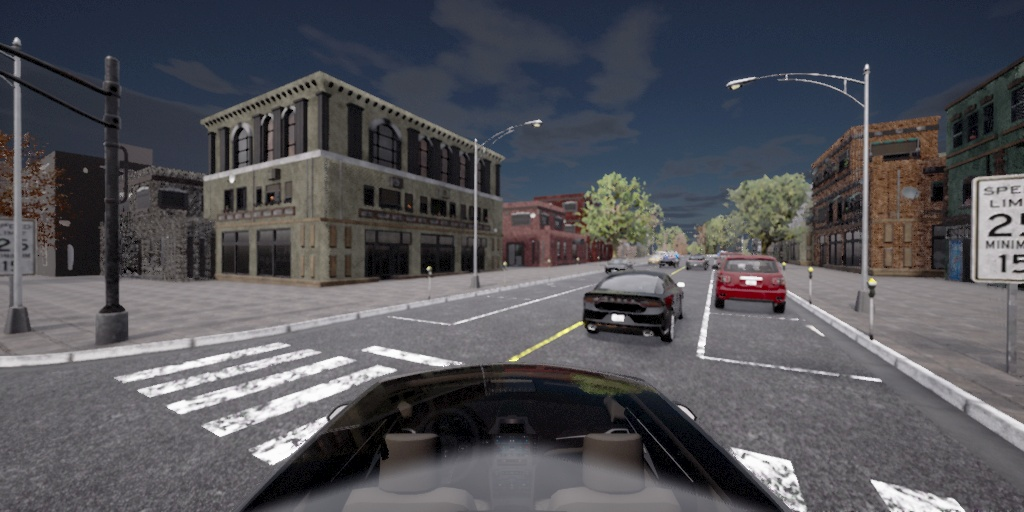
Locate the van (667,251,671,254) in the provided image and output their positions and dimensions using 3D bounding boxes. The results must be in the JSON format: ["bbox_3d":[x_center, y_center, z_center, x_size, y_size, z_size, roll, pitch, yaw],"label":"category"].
[{"bbox_3d":[23.250,0.199,55.855,1.690,1.789,3.998,0,0,30],"label":"van"}]

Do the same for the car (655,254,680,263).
[{"bbox_3d":[18.233,0.695,41.618,1.895,1.301,4.718,0,1,30],"label":"car"}]

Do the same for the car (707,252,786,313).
[{"bbox_3d":[8.572,0.873,13.196,2.192,1.841,5.009,0,0,30],"label":"car"}]

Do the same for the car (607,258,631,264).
[{"bbox_3d":[9.522,0.827,31.781,1.948,1.339,4.313,0,0,30],"label":"car"}]

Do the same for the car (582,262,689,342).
[{"bbox_3d":[3.417,1.099,9.578,1.882,1.535,5.008,0,1,30],"label":"car"}]

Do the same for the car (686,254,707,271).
[{"bbox_3d":[19.039,0.660,36.868,2.128,1.511,4.902,0,1,30],"label":"car"}]

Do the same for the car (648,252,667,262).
[{"bbox_3d":[20.421,0.465,50.893,1.751,1.417,4.829,0,0,30],"label":"car"}]
